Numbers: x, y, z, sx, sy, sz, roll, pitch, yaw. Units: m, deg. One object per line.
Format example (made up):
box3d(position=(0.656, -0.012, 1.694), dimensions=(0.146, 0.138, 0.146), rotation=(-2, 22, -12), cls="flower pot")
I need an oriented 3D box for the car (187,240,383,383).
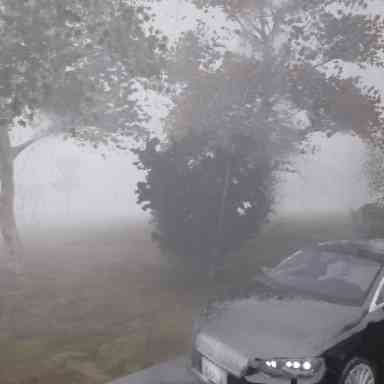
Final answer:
box3d(position=(2.208, 1.498, 4.649), dimensions=(4.902, 1.511, 2.128), rotation=(0, 0, -36), cls="car")
